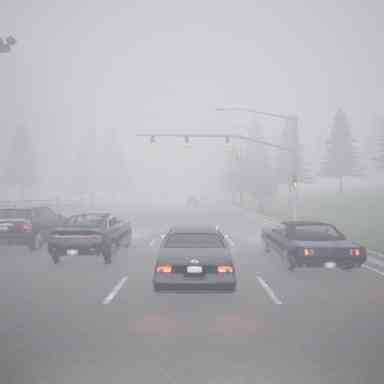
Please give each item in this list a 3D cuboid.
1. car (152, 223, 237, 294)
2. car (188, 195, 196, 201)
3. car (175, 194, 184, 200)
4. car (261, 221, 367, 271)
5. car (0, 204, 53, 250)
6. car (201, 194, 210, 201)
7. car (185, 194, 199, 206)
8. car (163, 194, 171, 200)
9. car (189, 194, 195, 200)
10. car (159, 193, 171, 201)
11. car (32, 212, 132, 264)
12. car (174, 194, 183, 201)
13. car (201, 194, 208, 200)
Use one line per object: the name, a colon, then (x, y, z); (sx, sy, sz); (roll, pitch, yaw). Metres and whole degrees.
car: (0.068, 1.547, 8.957); (2.033, 1.411, 5.357); (0, 0, 0)
car: (0.013, 1.531, 83.639); (2.033, 1.411, 5.357); (0, 0, 0)
car: (-3.485, 1.357, 94.060); (2.128, 1.511, 4.902); (0, 0, 0)
car: (3.602, 1.601, 10.865); (1.895, 1.301, 4.718); (0, 0, 0)
car: (-6.897, 1.351, 14.350); (2.097, 1.767, 4.553); (0, 0, 0)
car: (3.513, 1.492, 83.639); (1.837, 1.490, 4.892); (0, 0, 0)
car: (0.006, 1.352, 52.996); (2.097, 1.767, 4.553); (0, 0, 0)
car: (-6.985, 1.385, 94.060); (1.994, 1.385, 4.181); (0, 0, 0)
car: (0.015, 1.310, 94.059); (1.882, 1.535, 5.008); (0, 0, 0)
car: (-6.987, 1.217, 83.670); (2.150, 2.045, 5.566); (0, 0, 0)
car: (-3.398, 1.492, 11.882); (2.128, 1.511, 4.902); (0, 0, 0)
car: (-3.487, 1.517, 84.056); (1.812, 1.442, 4.674); (0, 0, 0)
car: (3.515, 1.310, 94.059); (1.882, 1.535, 5.008); (0, 0, 0)
